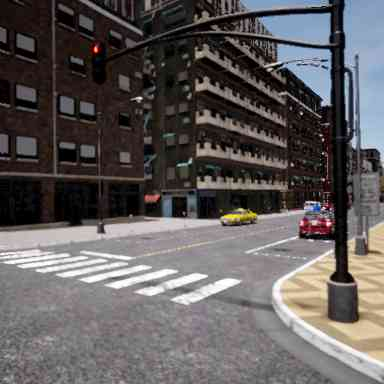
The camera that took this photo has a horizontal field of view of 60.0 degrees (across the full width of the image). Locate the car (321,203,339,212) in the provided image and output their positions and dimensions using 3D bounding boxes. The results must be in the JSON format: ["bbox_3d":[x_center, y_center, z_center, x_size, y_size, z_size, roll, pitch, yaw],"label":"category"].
[{"bbox_3d":[23.658,2.669,56.783,1.887,1.381,4.507,-2,-2,35],"label":"car"}]

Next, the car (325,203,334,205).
[{"bbox_3d":[20.412,2.476,52.161,1.967,1.590,4.097,-2,-2,35],"label":"car"}]

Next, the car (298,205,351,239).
[{"bbox_3d":[7.759,1.792,19.640,1.967,1.590,4.097,-2,-2,35],"label":"car"}]

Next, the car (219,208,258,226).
[{"bbox_3d":[4.097,2.115,28.892,1.752,1.417,4.829,-2,-2,35],"label":"car"}]

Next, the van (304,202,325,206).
[{"bbox_3d":[17.167,2.288,47.538,1.690,1.788,3.998,-2,-2,35],"label":"van"}]

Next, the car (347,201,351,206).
[{"bbox_3d":[30.141,2.617,66.041,2.192,1.841,5.009,-2,-2,35],"label":"car"}]
